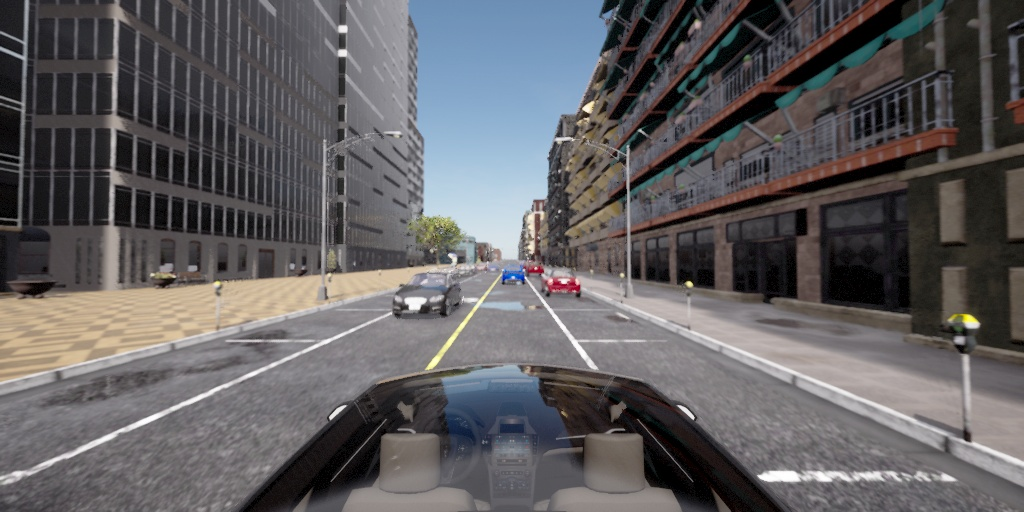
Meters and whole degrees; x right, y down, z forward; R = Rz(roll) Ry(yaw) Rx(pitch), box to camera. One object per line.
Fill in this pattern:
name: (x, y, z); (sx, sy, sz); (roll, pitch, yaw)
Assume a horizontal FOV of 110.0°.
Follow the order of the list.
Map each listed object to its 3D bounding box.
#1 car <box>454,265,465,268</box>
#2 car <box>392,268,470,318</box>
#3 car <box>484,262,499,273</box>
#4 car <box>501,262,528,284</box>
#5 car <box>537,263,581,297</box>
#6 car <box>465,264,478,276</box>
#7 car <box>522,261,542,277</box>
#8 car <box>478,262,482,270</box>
car: (-5.677, 1.643, 31.819); (2.007, 1.370, 4.403); (0, 0, 0)
car: (-3.096, 1.381, 13.878); (2.128, 1.511, 4.902); (0, -1, 0)
car: (-2.976, 1.934, 57.664); (1.812, 1.442, 4.674); (0, -1, 0)
car: (0.109, 1.558, 30.748); (1.882, 1.535, 5.008); (0, 0, 0)
car: (2.699, 1.406, 20.552); (1.967, 1.591, 4.097); (0, 0, 0)
car: (-5.672, 1.765, 43.110); (2.007, 1.370, 4.403); (0, 0, 0)
car: (2.709, 1.529, 43.135); (2.192, 1.841, 5.009); (0, 0, 0)
car: (-5.669, 1.824, 48.756); (2.007, 1.370, 4.403); (0, 0, 0)
